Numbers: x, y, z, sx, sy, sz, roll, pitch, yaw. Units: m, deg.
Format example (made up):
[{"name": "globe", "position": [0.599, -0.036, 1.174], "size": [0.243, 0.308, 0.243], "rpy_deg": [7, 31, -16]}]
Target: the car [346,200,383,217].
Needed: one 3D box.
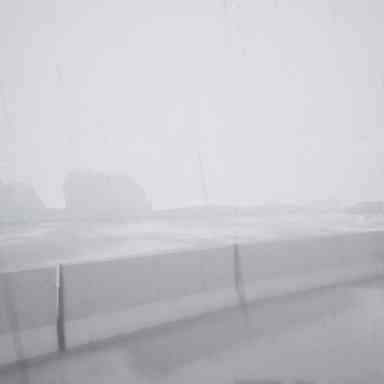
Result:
[{"name": "car", "position": [17.606, 1.621, 33.254], "size": [4.892, 1.490, 1.837], "rpy_deg": [0, 0, -23]}]
